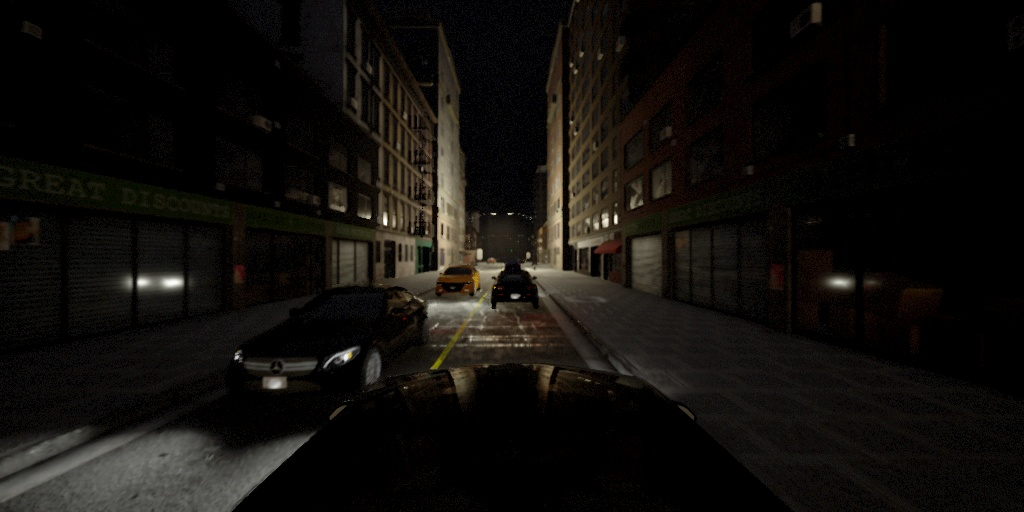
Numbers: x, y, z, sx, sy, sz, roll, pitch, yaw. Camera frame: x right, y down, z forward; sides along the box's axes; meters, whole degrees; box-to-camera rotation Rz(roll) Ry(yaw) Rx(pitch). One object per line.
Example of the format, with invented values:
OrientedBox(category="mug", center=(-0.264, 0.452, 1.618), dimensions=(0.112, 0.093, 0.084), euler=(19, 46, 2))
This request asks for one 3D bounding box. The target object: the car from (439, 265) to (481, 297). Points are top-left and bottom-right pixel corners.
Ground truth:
OrientedBox(category="car", center=(-2.760, 1.228, 19.276), dimensions=(1.882, 1.535, 5.008), euler=(0, 0, 0))

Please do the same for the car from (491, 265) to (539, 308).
OrientedBox(category="car", center=(0.102, 1.274, 15.122), dimensions=(1.812, 1.442, 4.674), euler=(0, 0, 0))

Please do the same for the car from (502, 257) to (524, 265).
OrientedBox(category="car", center=(0.098, 1.249, 41.380), dimensions=(1.882, 1.535, 5.008), euler=(0, 0, 0))

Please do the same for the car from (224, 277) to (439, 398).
OrientedBox(category="car", center=(-2.846, 1.275, 6.697), dimensions=(1.812, 1.442, 4.674), euler=(0, 0, 1))
